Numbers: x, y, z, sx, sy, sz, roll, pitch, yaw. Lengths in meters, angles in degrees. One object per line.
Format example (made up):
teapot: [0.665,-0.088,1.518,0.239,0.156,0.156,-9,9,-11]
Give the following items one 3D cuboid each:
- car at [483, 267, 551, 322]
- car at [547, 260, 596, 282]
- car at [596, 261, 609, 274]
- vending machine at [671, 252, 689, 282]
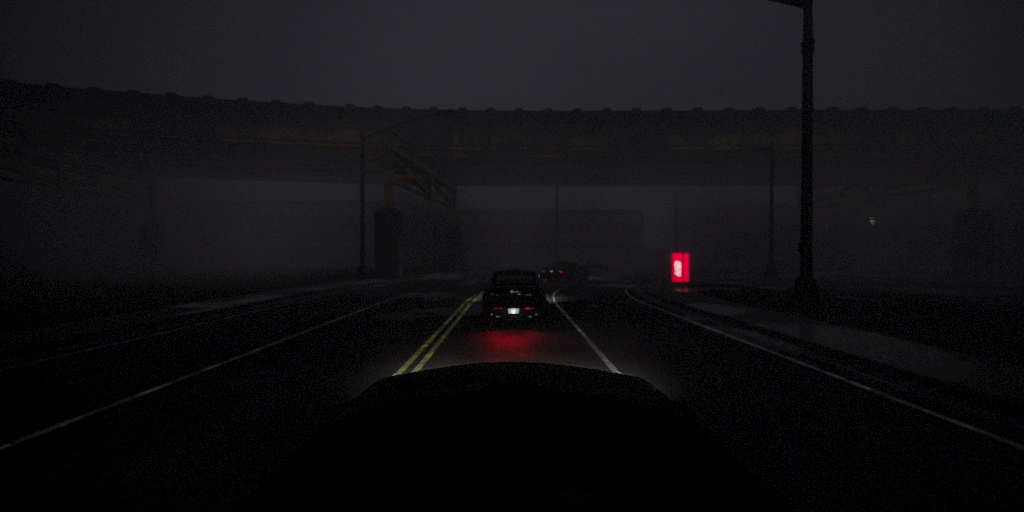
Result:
car: [0.125,1.165,11.932,1.837,1.490,4.892,0,1,2]
car: [4.028,1.078,26.265,2.033,1.411,5.357,0,1,33]
car: [7.010,1.060,34.192,4.718,1.301,1.895,0,1,-34]
vending machine: [11.014,0.750,23.481,1.100,2.100,0.880,0,0,42]
